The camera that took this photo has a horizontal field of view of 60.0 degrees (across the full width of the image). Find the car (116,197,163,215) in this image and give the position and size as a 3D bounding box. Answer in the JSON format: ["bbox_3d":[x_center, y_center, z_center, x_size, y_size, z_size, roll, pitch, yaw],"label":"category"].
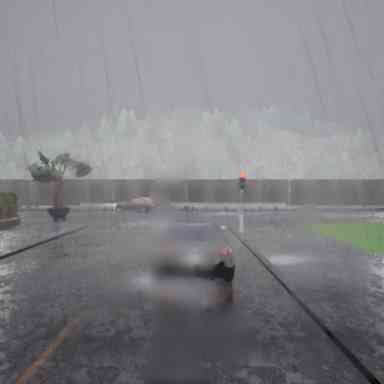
[{"bbox_3d":[-4.688,1.180,29.444,4.674,1.442,1.812,0,0,35],"label":"car"}]

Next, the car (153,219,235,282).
[{"bbox_3d":[0.061,1.451,9.472,1.994,1.385,4.181,0,1,0],"label":"car"}]
